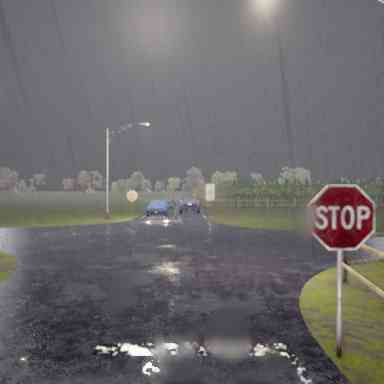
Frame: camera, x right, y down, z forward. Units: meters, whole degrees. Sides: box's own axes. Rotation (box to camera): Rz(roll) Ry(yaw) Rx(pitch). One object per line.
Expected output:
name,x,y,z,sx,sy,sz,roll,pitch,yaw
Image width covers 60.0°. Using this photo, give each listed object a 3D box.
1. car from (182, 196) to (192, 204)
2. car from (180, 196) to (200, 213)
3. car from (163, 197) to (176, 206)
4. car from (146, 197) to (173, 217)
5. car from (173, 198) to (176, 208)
car,-1.026,1.483,64.612,1.994,1.385,4.181,0,0,-2
car,-0.256,1.315,36.777,2.097,1.767,4.553,0,0,-1
car,-3.547,1.538,53.857,1.895,1.301,4.718,0,0,-1
car,-3.105,1.449,30.846,1.882,1.535,5.008,0,0,-1
car,-3.328,1.501,43.280,2.033,1.411,5.357,0,0,-1
